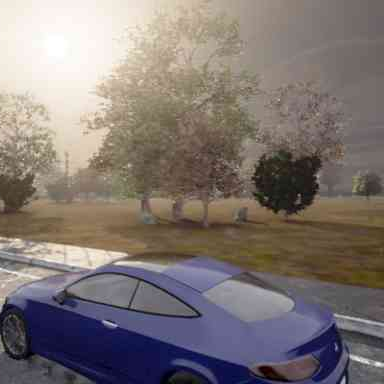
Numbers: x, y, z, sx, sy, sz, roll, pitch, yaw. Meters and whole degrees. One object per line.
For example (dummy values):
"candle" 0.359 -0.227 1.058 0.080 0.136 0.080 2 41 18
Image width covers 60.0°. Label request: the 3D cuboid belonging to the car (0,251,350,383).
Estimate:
"car" -0.571 1.517 4.259 4.674 1.442 1.812 0 0 35
